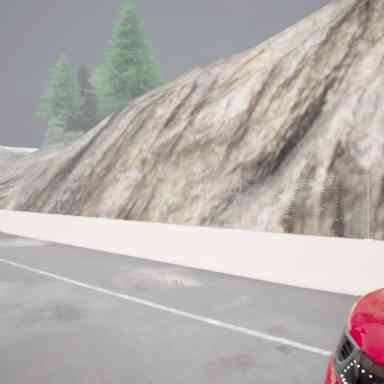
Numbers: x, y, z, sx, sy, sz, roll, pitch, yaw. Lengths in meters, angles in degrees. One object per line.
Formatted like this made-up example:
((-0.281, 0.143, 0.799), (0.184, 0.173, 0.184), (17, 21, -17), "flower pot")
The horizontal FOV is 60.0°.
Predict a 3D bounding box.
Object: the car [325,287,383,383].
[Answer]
((3.579, 1.231, 1.499), (5.566, 2.045, 2.150), (0, 0, 35), "car")
